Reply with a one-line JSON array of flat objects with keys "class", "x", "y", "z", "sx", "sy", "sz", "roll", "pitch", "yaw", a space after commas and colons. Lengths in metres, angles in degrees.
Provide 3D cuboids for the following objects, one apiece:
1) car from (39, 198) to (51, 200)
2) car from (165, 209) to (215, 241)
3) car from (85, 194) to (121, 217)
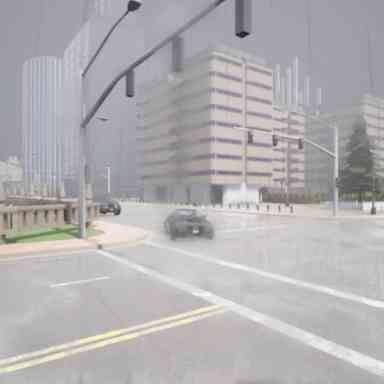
[{"class": "car", "x": -22.729, "y": 1.609, "z": 51.452, "sx": 1.895, "sy": 1.301, "sz": 4.718, "roll": 0, "pitch": 0, "yaw": -35}, {"class": "car", "x": -0.204, "y": 1.571, "z": 16.679, "sx": 1.994, "sy": 1.385, "sz": 4.181, "roll": 0, "pitch": 0, "yaw": -11}, {"class": "car", "x": -8.681, "y": 1.228, "z": 31.646, "sx": 2.150, "sy": 2.045, "sz": 5.566, "roll": 0, "pitch": 0, "yaw": -36}]
